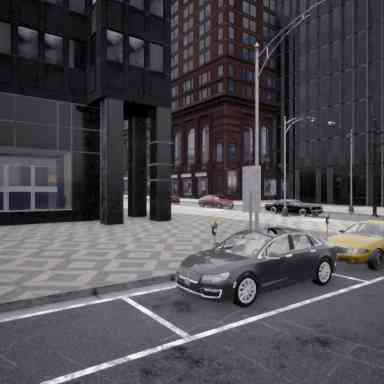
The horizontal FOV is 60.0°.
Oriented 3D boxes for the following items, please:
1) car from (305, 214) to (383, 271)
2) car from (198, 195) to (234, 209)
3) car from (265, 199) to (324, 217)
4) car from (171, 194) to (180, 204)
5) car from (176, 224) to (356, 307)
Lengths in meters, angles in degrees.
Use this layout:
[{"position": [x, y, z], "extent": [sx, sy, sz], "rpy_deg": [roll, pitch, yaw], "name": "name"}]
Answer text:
[{"position": [6.019, 1.525, 10.978], "extent": [4.829, 1.417, 1.752], "rpy_deg": [0, 0, -36], "name": "car"}, {"position": [2.505, 1.031, 35.684], "extent": [1.812, 1.442, 4.674], "rpy_deg": [0, 1, -36], "name": "car"}, {"position": [8.398, 1.292, 27.566], "extent": [1.895, 1.301, 4.718], "rpy_deg": [0, 1, -36], "name": "car"}, {"position": [-3.457, 0.802, 43.918], "extent": [1.882, 1.535, 5.008], "rpy_deg": [0, 1, -36], "name": "car"}, {"position": [1.678, 1.551, 7.863], "extent": [4.403, 1.369, 2.008], "rpy_deg": [0, 0, -36], "name": "car"}]
